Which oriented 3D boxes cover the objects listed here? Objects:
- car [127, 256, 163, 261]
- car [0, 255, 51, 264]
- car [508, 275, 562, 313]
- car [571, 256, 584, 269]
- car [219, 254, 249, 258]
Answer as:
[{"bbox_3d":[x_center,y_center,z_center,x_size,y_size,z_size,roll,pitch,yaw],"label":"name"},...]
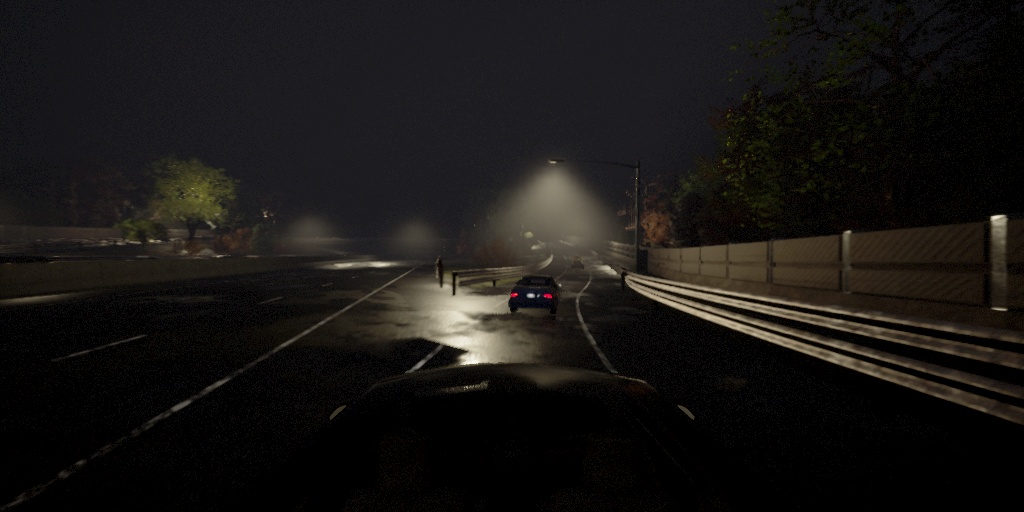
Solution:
[{"bbox_3d":[-37.253,0.720,36.248,1.812,1.442,4.674,0,0,-11],"label":"car"},{"bbox_3d":[-26.683,0.740,18.609,2.097,1.767,4.553,0,0,-11],"label":"car"},{"bbox_3d":[1.080,1.511,15.344,2.033,1.411,5.357,1,-1,9],"label":"car"},{"bbox_3d":[10.468,1.280,57.187,1.994,1.385,4.181,1,3,9],"label":"car"},{"bbox_3d":[-30.403,0.784,37.643,2.033,1.411,5.357,0,0,-11],"label":"car"}]
